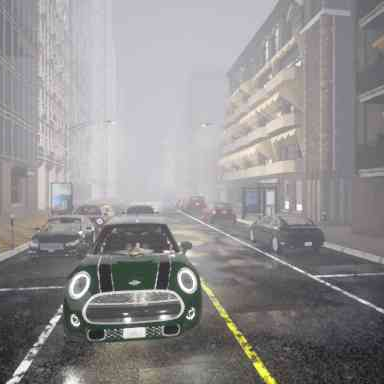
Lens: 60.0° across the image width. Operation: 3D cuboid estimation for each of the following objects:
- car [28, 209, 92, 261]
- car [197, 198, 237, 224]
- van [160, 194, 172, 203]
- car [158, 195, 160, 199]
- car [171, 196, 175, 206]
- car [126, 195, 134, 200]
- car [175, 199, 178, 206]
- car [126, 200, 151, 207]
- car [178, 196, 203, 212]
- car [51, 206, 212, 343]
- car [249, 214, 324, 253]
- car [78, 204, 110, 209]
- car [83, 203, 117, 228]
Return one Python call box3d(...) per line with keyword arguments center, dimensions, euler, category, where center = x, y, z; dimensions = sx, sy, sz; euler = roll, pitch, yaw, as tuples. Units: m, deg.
box3d(center=(-4.620, 1.552, 12.282), dimensions=(2.008, 1.369, 4.403), euler=(0, 0, -9), category="car")
box3d(center=(1.914, 1.446, 24.739), dimensions=(1.967, 1.590, 4.097), euler=(0, 0, -9), category="car")
box3d(center=(-5.070, 1.377, 69.384), dimensions=(1.690, 1.788, 3.998), euler=(0, 0, -9), category="van")
box3d(center=(-5.943, 1.608, 74.965), dimensions=(1.947, 1.339, 4.313), euler=(0, 0, -9), category="car")
box3d(center=(-1.578, 1.598, 47.062), dimensions=(1.802, 1.307, 4.206), euler=(0, 0, -9), category="car")
box3d(center=(-16.842, 1.500, 90.413), dimensions=(1.967, 1.590, 4.097), euler=(0, 0, -9), category="car")
box3d(center=(-0.705, 1.595, 41.481), dimensions=(1.802, 1.307, 4.206), euler=(0, 0, -9), category="car")
box3d(center=(-2.988, 1.481, 19.284), dimensions=(1.882, 1.535, 5.008), euler=(0, 0, -9), category="car")
box3d(center=(0.168, 1.326, 35.901), dimensions=(2.192, 1.841, 5.009), euler=(0, 0, -9), category="car")
box3d(center=(-1.141, 1.353, 6.806), dimensions=(2.097, 1.767, 4.553), euler=(0, 0, -9), category="car")
box3d(center=(3.660, 1.553, 13.578), dimensions=(2.008, 1.369, 4.403), euler=(0, 0, -9), category="car")
box3d(center=(-5.493, 1.444, 17.864), dimensions=(1.967, 1.590, 4.097), euler=(0, 0, -9), category="car")
box3d(center=(-6.340, 1.531, 23.275), dimensions=(1.752, 1.417, 4.829), euler=(0, 0, -9), category="car")
